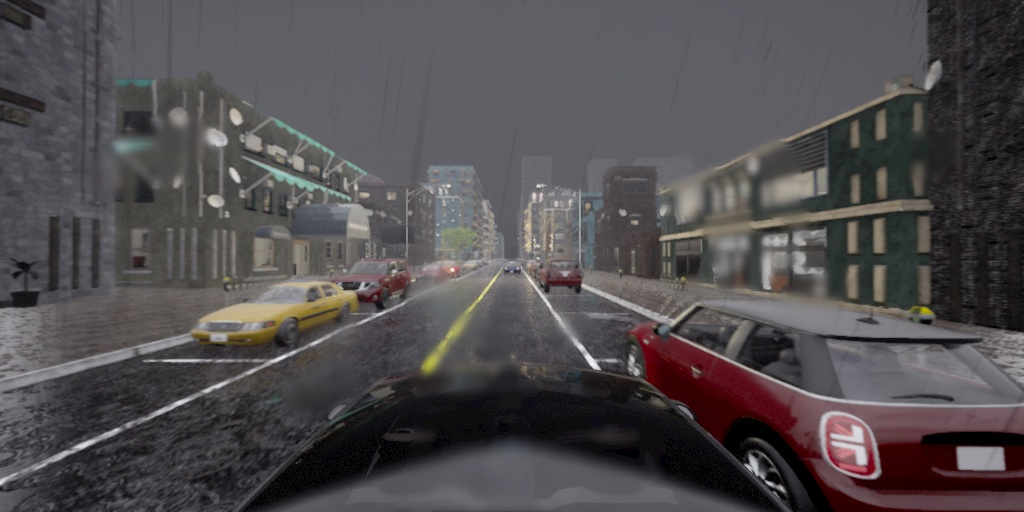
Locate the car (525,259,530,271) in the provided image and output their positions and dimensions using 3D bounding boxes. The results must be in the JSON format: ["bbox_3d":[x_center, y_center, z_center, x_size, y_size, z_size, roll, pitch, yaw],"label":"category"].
[{"bbox_3d":[2.691,1.270,36.898,1.888,1.381,4.507,0,0,0],"label":"car"}]

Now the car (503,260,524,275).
[{"bbox_3d":[-0.007,1.325,38.988,1.895,1.301,4.718,0,0,0],"label":"car"}]

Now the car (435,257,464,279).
[{"bbox_3d":[-5.695,1.167,31.671,1.967,1.591,4.097,0,0,0],"label":"car"}]

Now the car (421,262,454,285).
[{"bbox_3d":[-5.695,1.313,26.138,1.802,1.307,4.207,0,0,0],"label":"car"}]

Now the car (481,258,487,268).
[{"bbox_3d":[-5.825,1.263,60.980,2.007,1.370,4.403,0,0,0],"label":"car"}]

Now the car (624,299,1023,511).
[{"bbox_3d":[2.691,1.188,4.006,1.967,1.591,4.097,0,0,0],"label":"car"}]

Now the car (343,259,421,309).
[{"bbox_3d":[-5.692,1.053,15.072,2.192,1.841,5.009,0,0,0],"label":"car"}]

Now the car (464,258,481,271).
[{"bbox_3d":[-5.769,1.243,49.745,1.751,1.417,4.829,0,0,0],"label":"car"}]

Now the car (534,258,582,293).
[{"bbox_3d":[2.688,1.050,20.605,2.192,1.841,5.009,0,0,0],"label":"car"}]

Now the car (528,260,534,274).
[{"bbox_3d":[2.685,1.294,31.671,1.948,1.339,4.313,0,0,0],"label":"car"}]

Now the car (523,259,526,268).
[{"bbox_3d":[2.742,1.244,48.134,1.751,1.417,4.829,0,0,0],"label":"car"}]

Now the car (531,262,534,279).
[{"bbox_3d":[2.686,1.298,26.138,1.948,1.339,4.313,0,0,0],"label":"car"}]

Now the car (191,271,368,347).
[{"bbox_3d":[-5.691,1.268,9.368,1.751,1.417,4.829,0,0,0],"label":"car"}]
